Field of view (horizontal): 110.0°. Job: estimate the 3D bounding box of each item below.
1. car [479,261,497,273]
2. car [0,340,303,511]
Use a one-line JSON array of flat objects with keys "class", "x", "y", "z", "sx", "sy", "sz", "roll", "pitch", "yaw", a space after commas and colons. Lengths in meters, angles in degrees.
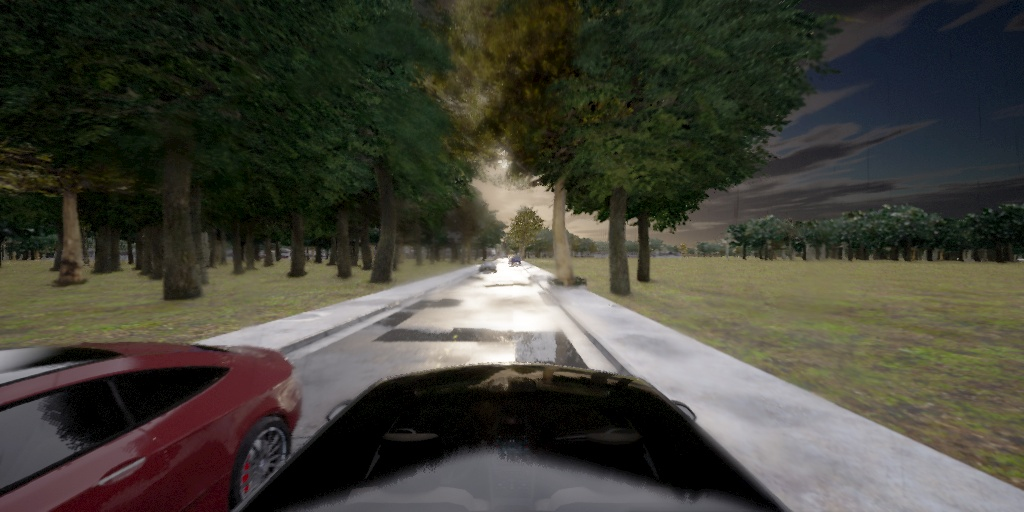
[{"class": "car", "x": -2.827, "y": 1.315, "z": 43.217, "sx": 1.994, "sy": 1.385, "sz": 4.181, "roll": 0, "pitch": 0, "yaw": 0}, {"class": "car", "x": -2.862, "y": 1.276, "z": 1.568, "sx": 1.812, "sy": 1.442, "sz": 4.674, "roll": 0, "pitch": 0, "yaw": 0}]
